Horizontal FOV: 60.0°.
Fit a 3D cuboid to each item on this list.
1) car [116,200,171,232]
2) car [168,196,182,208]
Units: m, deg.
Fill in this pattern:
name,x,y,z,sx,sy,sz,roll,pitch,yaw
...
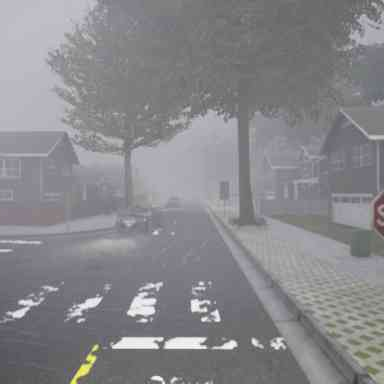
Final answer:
name,x,y,z,sx,sy,sz,roll,pitch,yaw
car,-2.969,1.467,19.894,2.128,1.511,4.902,0,0,8
car,-2.442,1.377,44.602,1.837,1.490,4.892,0,1,0
